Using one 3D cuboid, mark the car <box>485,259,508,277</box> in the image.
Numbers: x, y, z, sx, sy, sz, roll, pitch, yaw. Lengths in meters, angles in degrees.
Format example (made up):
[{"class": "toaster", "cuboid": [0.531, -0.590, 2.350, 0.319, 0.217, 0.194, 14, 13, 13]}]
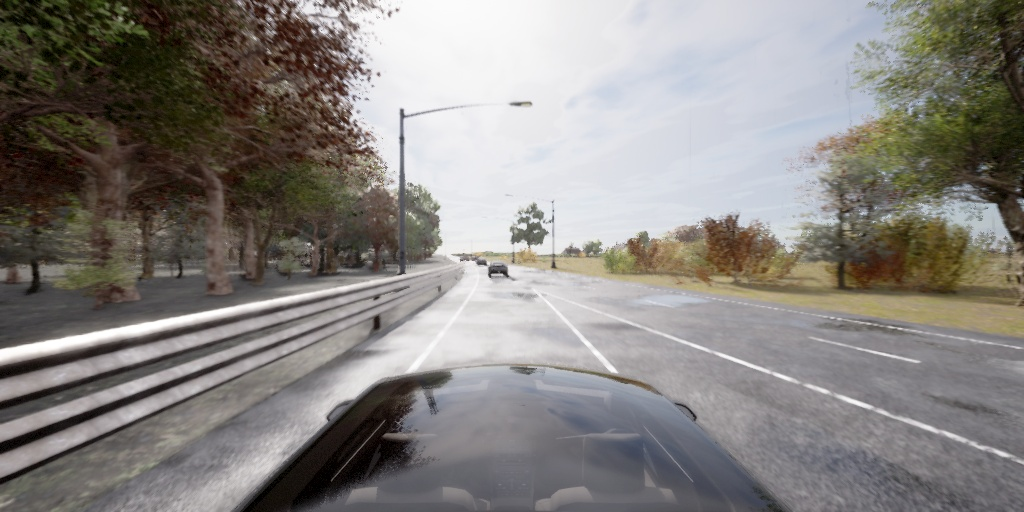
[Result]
[{"class": "car", "cuboid": [-1.426, 1.213, 35.109, 1.837, 1.490, 4.892, 0, 0, -5]}]
